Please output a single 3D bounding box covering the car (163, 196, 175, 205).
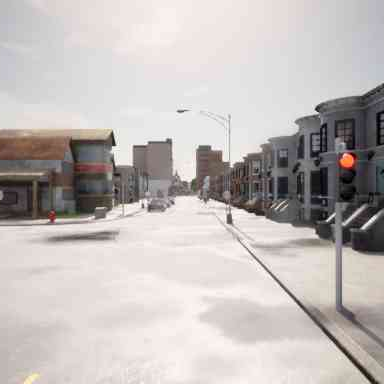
[{"bbox_3d":[-4.041,1.524,58.806,1.812,1.442,4.674,0,0,1],"label":"car"}]

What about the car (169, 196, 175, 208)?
[{"bbox_3d":[-4.079,1.546,49.033,2.033,1.411,5.357,0,0,0],"label":"car"}]

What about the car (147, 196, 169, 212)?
[{"bbox_3d":[-4.090,1.504,39.237,1.837,1.490,4.892,0,0,0],"label":"car"}]
